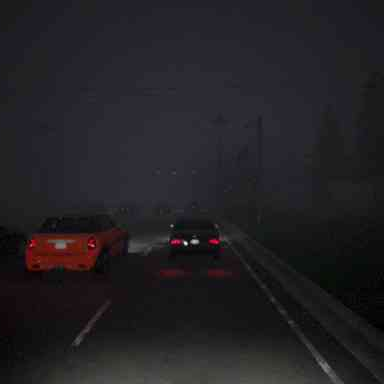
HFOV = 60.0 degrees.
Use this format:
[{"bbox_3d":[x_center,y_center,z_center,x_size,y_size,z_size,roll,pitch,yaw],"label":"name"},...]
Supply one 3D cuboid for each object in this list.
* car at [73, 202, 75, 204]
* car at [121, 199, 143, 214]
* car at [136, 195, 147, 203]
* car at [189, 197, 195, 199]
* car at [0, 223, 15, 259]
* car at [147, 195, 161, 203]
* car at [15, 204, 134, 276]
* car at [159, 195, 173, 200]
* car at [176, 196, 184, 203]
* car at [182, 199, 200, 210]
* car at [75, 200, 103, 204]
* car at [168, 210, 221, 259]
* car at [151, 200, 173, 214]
[{"bbox_3d":[-13.940,1.810,42.755,2.128,1.511,4.902,0,0,0],"label":"car"},{"bbox_3d":[-6.934,1.815,35.888,2.033,1.411,5.357,0,0,0],"label":"car"},{"bbox_3d":[-14.090,1.912,92.167,2.150,2.045,5.566,0,0,0],"label":"car"},{"bbox_3d":[-0.091,2.287,92.729,1.895,1.301,4.718,0,0,0],"label":"car"},{"bbox_3d":[-6.910,1.582,10.319,1.837,1.490,4.892,0,0,0],"label":"car"},{"bbox_3d":[-10.590,2.229,92.514,2.033,1.411,5.357,0,0,0],"label":"car"},{"bbox_3d":[-3.410,1.433,10.769,2.097,1.767,4.553,0,0,0],"label":"car"},{"bbox_3d":[-7.090,2.229,92.444,2.033,1.411,5.357,0,0,0],"label":"car"},{"bbox_3d":[-3.591,2.191,92.640,1.837,1.490,4.892,0,0,0],"label":"car"},{"bbox_3d":[0.062,1.880,42.324,1.994,1.385,4.181,0,0,0],"label":"car"},{"bbox_3d":[-10.433,1.815,35.898,2.033,1.411,5.357,0,0,0],"label":"car"},{"bbox_3d":[0.087,1.646,13.069,2.033,1.411,5.357,0,0,0],"label":"car"},{"bbox_3d":[-3.436,1.895,39.411,1.895,1.301,4.718,0,0,0],"label":"car"}]
